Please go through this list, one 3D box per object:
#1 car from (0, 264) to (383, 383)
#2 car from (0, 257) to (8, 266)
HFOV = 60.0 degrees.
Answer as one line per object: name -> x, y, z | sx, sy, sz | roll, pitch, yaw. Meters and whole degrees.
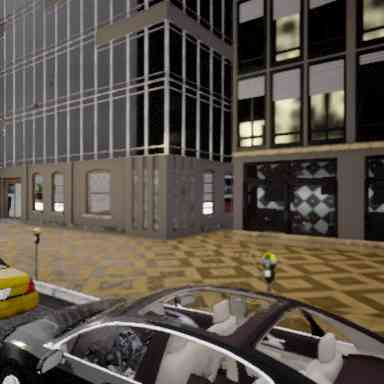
car -> -0.065, 1.552, 2.916 | 4.403, 1.369, 2.008 | 0, 0, 35
car -> -4.840, 1.530, 6.319 | 4.829, 1.417, 1.752 | 0, 0, 35
